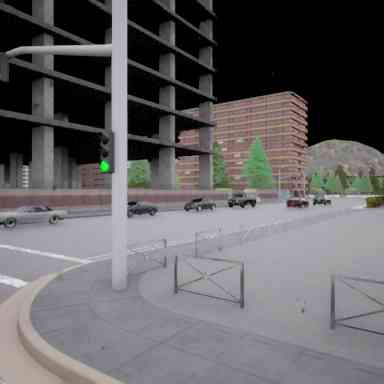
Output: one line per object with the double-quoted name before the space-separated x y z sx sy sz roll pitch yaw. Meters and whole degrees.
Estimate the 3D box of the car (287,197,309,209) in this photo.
"car" 14.383 1.420 44.951 1.882 1.535 5.008 0 0 35

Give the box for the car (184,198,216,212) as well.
"car" 0.976 1.447 38.468 1.837 1.490 4.892 0 0 35

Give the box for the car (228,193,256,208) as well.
"car" 7.201 1.163 47.180 2.150 2.045 5.566 0 0 35

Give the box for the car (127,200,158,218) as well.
"car" -5.019 1.467 30.004 1.812 1.442 4.674 0 0 36

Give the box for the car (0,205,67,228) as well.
"car" -10.795 1.542 21.872 1.895 1.301 4.718 0 0 35

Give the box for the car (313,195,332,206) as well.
"car" 21.682 1.295 55.250 2.097 1.767 4.553 0 0 35
